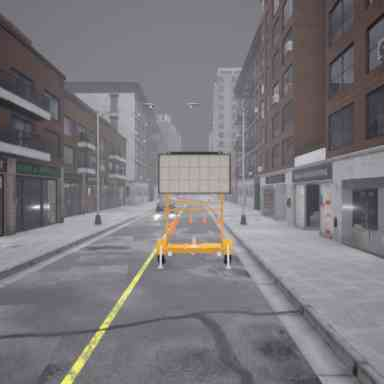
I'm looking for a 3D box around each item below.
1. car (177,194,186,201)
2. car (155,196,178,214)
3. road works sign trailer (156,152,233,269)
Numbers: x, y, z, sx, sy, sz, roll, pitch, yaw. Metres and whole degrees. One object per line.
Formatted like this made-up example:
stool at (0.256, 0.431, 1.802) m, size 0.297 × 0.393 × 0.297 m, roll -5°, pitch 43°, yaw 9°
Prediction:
car at (-2.409, 1.183, 77.036) m, size 2.097 × 1.767 × 4.553 m, roll 0°, pitch 0°, yaw 0°
car at (-2.825, 1.486, 35.815) m, size 1.837 × 1.490 × 4.892 m, roll 0°, pitch 0°, yaw 0°
road works sign trailer at (0.084, 0.461, 11.169) m, size 2.380 × 3.560 × 2.880 m, roll 0°, pitch 0°, yaw 0°
